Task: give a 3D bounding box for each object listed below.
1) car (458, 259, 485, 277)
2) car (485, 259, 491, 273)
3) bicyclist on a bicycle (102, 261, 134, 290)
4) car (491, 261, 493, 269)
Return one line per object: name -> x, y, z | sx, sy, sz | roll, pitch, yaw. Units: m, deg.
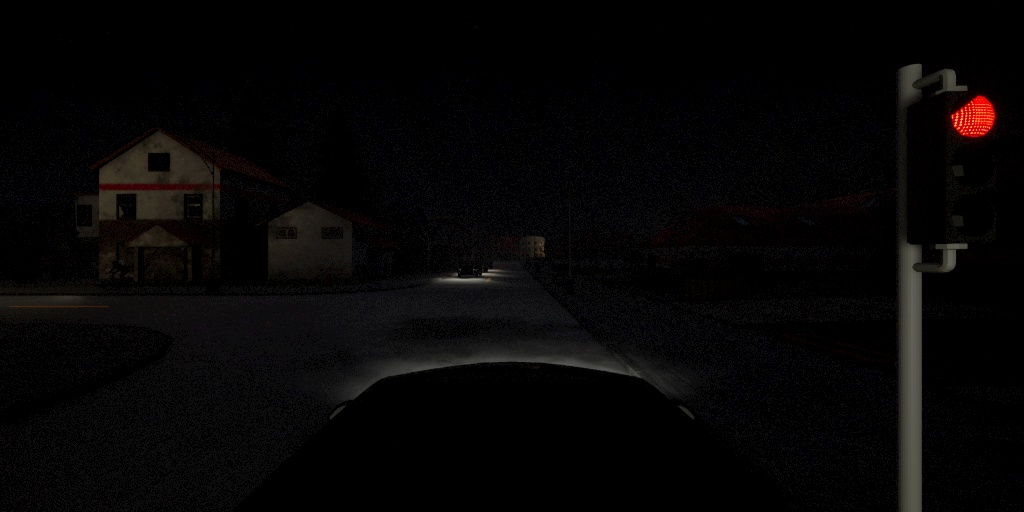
car -> -4.085, 1.228, 35.278 | 1.882, 1.535, 5.008 | 0, 0, 2
car -> -4.055, 1.228, 44.932 | 1.882, 1.535, 5.008 | 0, 0, 0
bicyclist on a bicycle -> -22.523, 1.099, 20.511 | 0.582, 1.620, 1.656 | 0, 0, 0
car -> -4.027, 1.227, 55.431 | 1.882, 1.535, 5.008 | 0, 0, 0
